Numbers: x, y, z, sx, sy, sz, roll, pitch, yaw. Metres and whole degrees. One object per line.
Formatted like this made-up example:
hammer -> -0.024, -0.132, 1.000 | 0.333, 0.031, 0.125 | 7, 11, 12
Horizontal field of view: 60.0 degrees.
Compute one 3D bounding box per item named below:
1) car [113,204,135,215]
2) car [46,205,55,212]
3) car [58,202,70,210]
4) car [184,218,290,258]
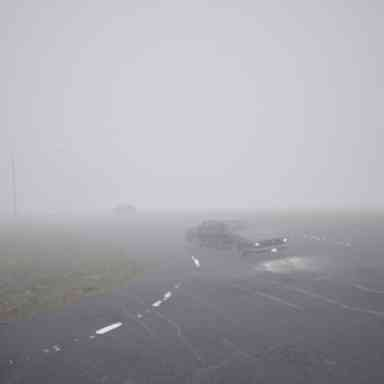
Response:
car -> -9.552, 2.420, 46.484 | 2.128, 1.511, 4.902 | -3, 0, -31
car -> -34.040, 3.860, 79.701 | 2.128, 1.511, 4.902 | -3, 0, -25
car -> -32.473, 3.492, 84.526 | 2.150, 2.045, 5.566 | -3, 0, -31
car -> 1.601, 1.832, 14.330 | 2.033, 1.411, 5.357 | -3, -1, -31
